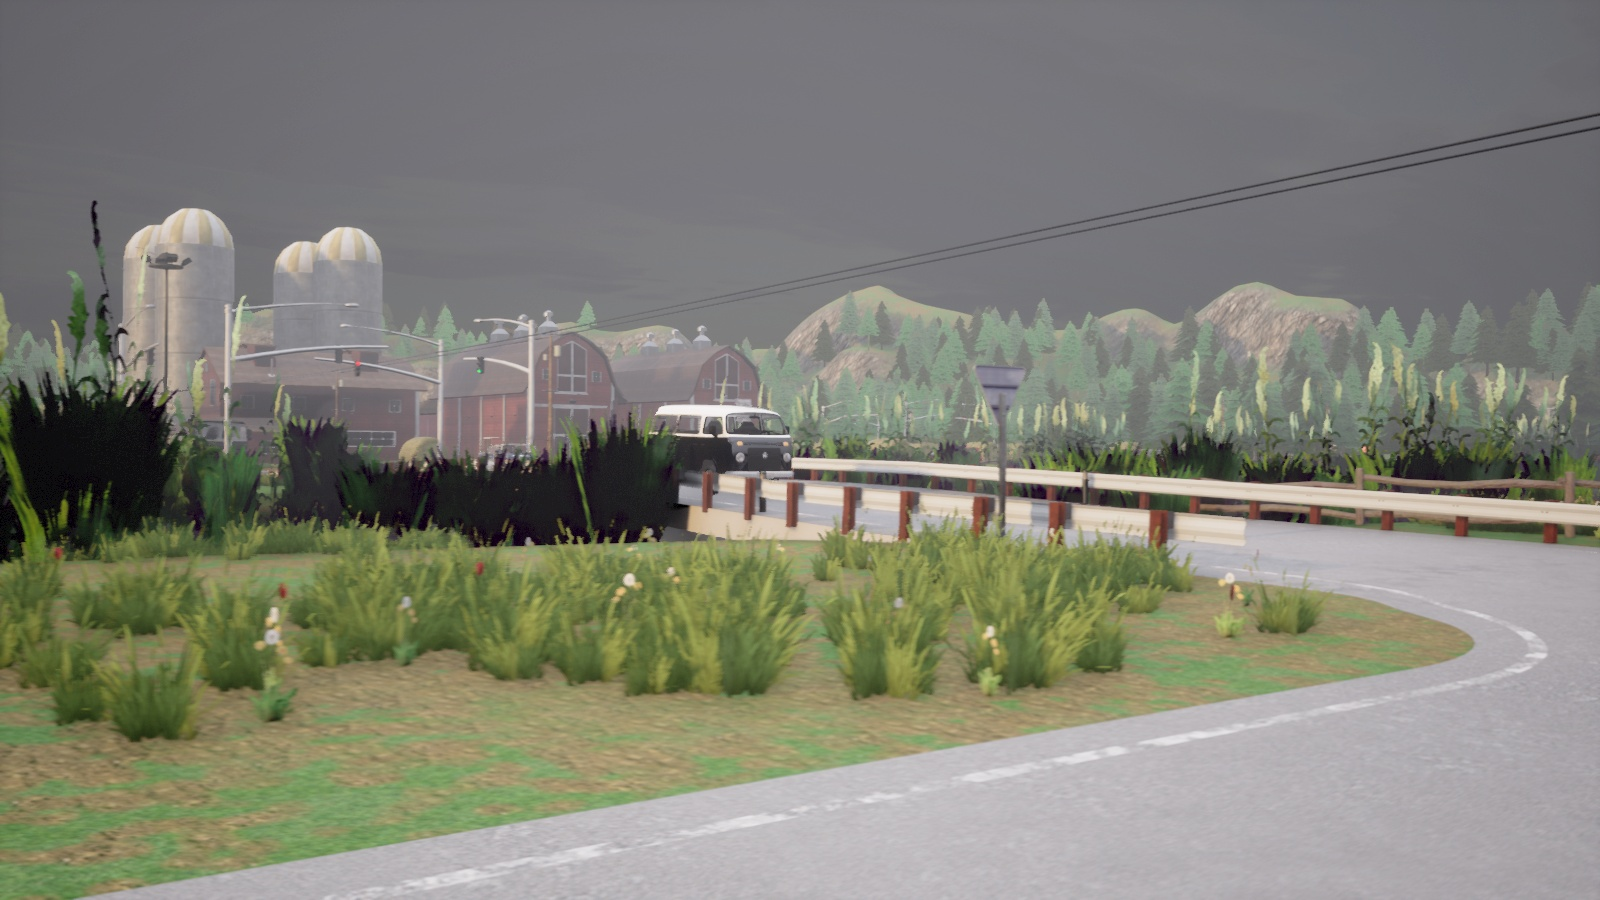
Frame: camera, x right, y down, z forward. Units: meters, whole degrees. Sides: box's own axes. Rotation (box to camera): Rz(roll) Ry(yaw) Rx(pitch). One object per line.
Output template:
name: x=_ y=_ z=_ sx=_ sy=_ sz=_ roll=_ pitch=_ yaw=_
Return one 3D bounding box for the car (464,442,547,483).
car: x=-11.895 y=0.537 z=50.537 sx=1.970 sy=1.475 sz=3.806 roll=0 pitch=-3 yaw=-35

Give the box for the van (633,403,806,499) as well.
van: x=-1.972 y=-0.034 z=29.332 sx=2.069 sy=2.038 sz=4.480 roll=0 pitch=1 yaw=-33

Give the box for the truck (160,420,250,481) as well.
truck: x=-35.821 y=0.044 z=75.473 sx=2.891 sy=3.462 sz=7.936 roll=0 pitch=0 yaw=-41
